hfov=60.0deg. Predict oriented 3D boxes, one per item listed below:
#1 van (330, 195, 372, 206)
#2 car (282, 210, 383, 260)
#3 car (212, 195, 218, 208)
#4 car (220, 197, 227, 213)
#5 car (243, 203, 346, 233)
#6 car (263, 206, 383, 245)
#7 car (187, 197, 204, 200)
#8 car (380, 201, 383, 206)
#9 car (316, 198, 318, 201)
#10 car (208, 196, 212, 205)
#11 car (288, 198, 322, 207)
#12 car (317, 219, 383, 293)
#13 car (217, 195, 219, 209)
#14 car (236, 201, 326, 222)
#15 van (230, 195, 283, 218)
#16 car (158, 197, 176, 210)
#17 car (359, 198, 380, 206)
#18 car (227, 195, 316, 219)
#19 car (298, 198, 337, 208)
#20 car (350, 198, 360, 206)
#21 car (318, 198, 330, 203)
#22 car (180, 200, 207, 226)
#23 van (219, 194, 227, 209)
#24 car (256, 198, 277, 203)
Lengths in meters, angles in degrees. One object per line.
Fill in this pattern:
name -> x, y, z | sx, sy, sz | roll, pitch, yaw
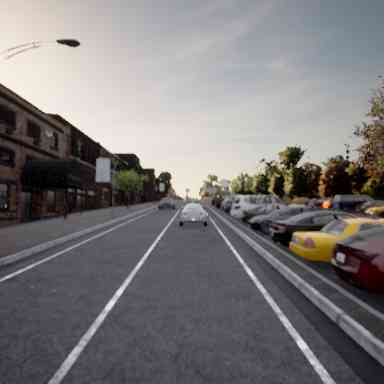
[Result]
van -> 18.781, 1.348, 38.345 | 4.442, 1.987, 1.878 | 0, 0, 0
car -> 5.811, 1.478, 10.248 | 5.366, 1.575, 1.946 | 0, 0, 0
car -> 5.612, 1.336, 41.080 | 5.566, 2.045, 2.435 | 0, 0, 0
car -> 5.585, 1.551, 32.670 | 4.892, 1.521, 2.231 | 0, 0, 0
car -> 5.583, 1.527, 18.655 | 4.792, 1.488, 2.163 | 0, 0, 0
car -> 5.616, 1.484, 13.047 | 5.008, 1.535, 2.097 | 0, 0, 0
car -> 0.089, 1.473, 41.475 | 2.097, 1.767, 4.553 | 0, 0, 0
car -> 18.672, 1.530, 27.201 | 5.008, 1.535, 2.097 | 0, 0, 0
car -> 18.664, 1.663, 46.692 | 4.674, 1.452, 2.002 | 0, 0, 0
car -> 5.611, 1.393, 49.490 | 5.566, 2.045, 2.435 | 0, 0, 0
car -> 18.659, 1.700, 55.048 | 5.008, 1.535, 2.097 | 0, -1, 0
car -> 5.660, 1.508, 7.444 | 4.792, 1.488, 2.163 | 0, 0, 0
car -> 5.553, 1.447, 38.279 | 4.553, 1.767, 2.185 | 0, 0, 0
car -> 5.603, 1.507, 21.453 | 4.892, 1.521, 2.231 | 0, 0, 0
van -> 5.711, 1.313, 29.868 | 4.442, 1.987, 1.878 | 0, 0, 0
car -> -3.346, 1.487, 44.892 | 2.097, 1.767, 4.553 | 0, 0, 0
car -> 18.488, 1.538, 29.987 | 5.366, 1.575, 1.946 | 0, 0, 0
car -> 5.631, 1.266, 24.261 | 5.566, 2.045, 2.435 | 0, 0, 0
car -> 18.668, 1.644, 49.480 | 5.008, 1.535, 2.097 | 0, -1, 0
car -> 18.668, 1.592, 32.772 | 4.674, 1.452, 2.002 | 0, 0, 0
car -> 18.632, 1.462, 41.125 | 4.553, 1.767, 2.185 | 0, 0, 0
car -> 0.087, 1.574, 23.923 | 1.812, 1.442, 4.674 | 0, 0, 0
van -> 5.471, 1.336, 35.475 | 4.442, 1.987, 1.878 | 0, 0, 0
car -> 18.676, 2.120, 83.530 | 4.674, 1.452, 2.002 | 0, -1, 0
